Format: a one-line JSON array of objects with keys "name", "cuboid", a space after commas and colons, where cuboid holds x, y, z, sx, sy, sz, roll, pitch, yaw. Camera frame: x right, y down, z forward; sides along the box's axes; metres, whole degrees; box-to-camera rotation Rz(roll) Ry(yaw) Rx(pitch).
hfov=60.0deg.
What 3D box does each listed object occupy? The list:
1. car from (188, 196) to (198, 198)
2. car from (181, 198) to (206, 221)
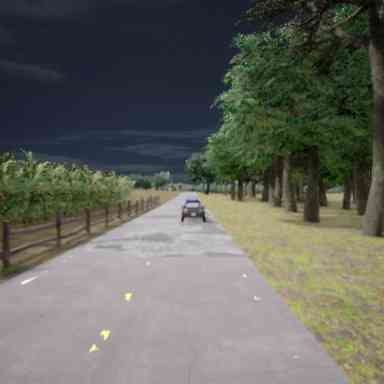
[{"name": "car", "cuboid": [0.103, 1.316, 43.516, 1.882, 1.535, 5.008, 0, 1, 0]}, {"name": "car", "cuboid": [0.106, 1.454, 26.340, 1.812, 1.442, 4.674, 0, 0, 0]}]
